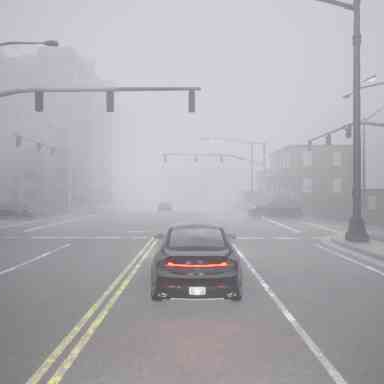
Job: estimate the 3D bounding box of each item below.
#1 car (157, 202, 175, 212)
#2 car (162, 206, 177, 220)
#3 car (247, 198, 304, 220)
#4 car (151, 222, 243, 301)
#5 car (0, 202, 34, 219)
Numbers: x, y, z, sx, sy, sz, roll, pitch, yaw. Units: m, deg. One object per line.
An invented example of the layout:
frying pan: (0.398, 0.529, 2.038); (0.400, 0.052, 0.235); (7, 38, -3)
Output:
car: (-3.642, 2.066, 45.551); (1.837, 1.490, 4.892); (0, -5, 0)
car: (-3.642, 3.522, 54.959); (2.128, 1.511, 4.902); (0, -12, 0)
car: (7.006, 1.346, 28.294); (4.553, 1.767, 2.097); (2, 0, 1)
car: (0.092, 1.505, 8.316); (1.837, 1.490, 4.892); (0, 0, 0)
car: (-15.908, 1.564, 28.590); (4.181, 1.385, 1.994); (0, 0, 1)
